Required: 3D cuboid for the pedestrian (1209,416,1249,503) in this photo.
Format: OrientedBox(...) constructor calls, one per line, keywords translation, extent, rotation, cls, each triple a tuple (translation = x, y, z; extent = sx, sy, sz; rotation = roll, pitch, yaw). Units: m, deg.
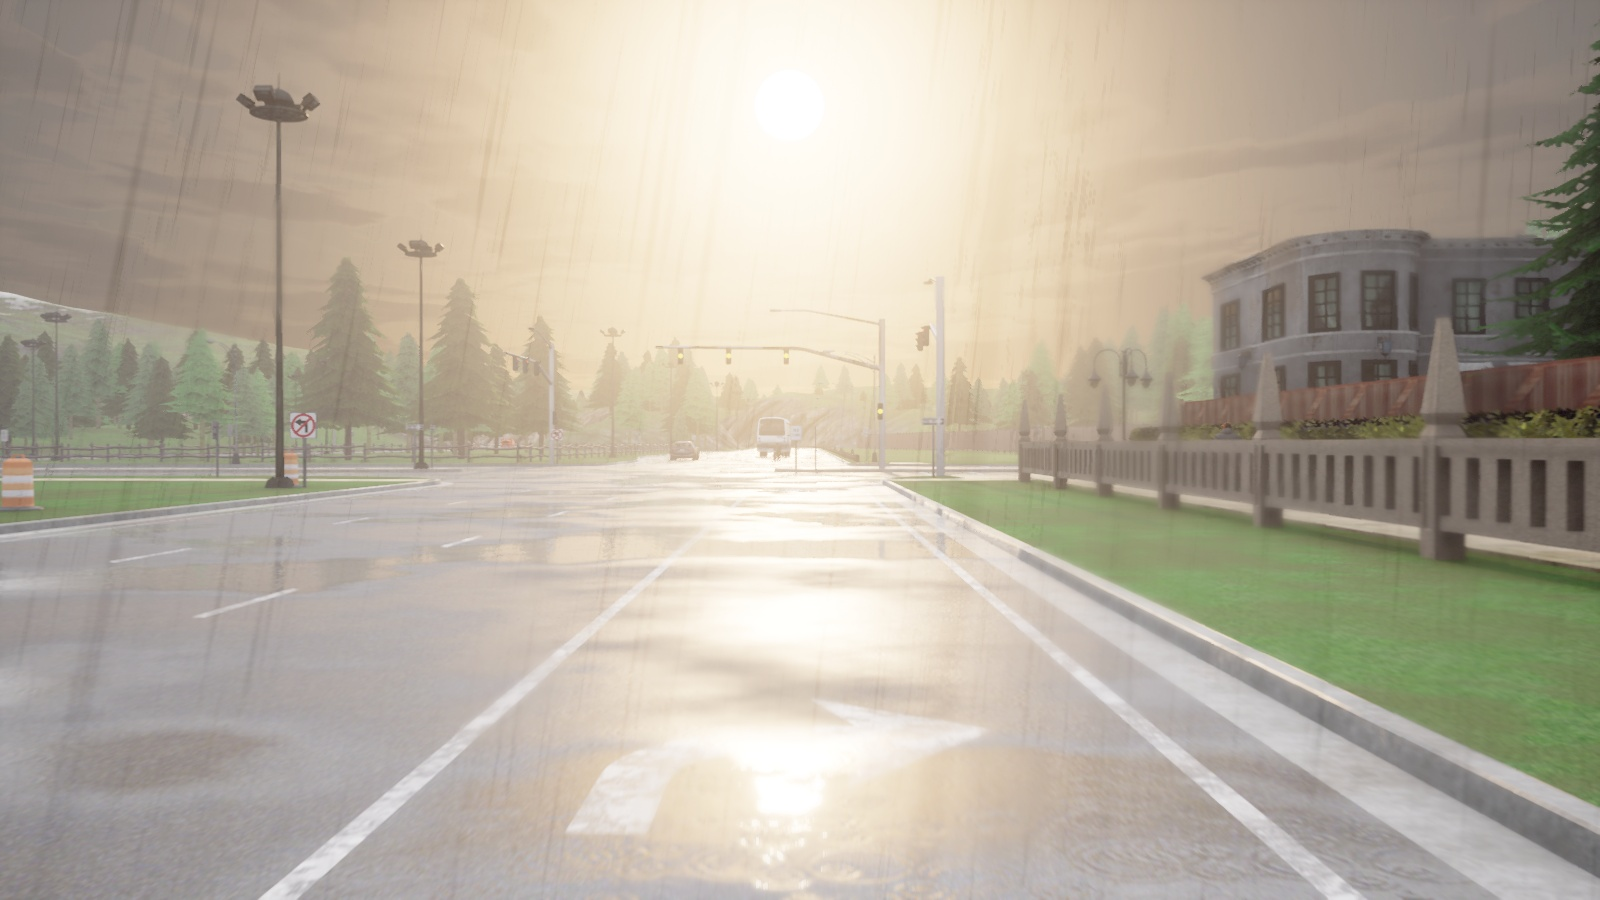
OrientedBox(translation=(9.750, 0.203, 28.566), extent=(0.659, 1.952, 0.873), rotation=(0, 0, 3), cls="pedestrian")
